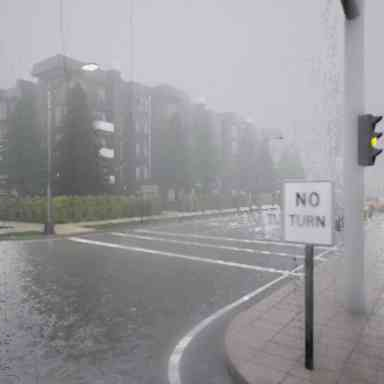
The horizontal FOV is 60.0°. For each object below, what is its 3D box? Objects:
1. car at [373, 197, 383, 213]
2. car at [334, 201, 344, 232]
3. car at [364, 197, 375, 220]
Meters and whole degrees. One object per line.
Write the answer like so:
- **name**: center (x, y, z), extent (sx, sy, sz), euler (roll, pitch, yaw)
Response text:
- **car**: center (20.137, 1.352, 37.200), extent (2.097, 1.767, 4.553), euler (0, 0, 35)
- **car**: center (8.343, 1.353, 20.404), extent (2.097, 1.767, 4.553), euler (0, 0, 35)
- **car**: center (14.232, 1.478, 28.797), extent (1.882, 1.535, 5.008), euler (0, 0, 35)
